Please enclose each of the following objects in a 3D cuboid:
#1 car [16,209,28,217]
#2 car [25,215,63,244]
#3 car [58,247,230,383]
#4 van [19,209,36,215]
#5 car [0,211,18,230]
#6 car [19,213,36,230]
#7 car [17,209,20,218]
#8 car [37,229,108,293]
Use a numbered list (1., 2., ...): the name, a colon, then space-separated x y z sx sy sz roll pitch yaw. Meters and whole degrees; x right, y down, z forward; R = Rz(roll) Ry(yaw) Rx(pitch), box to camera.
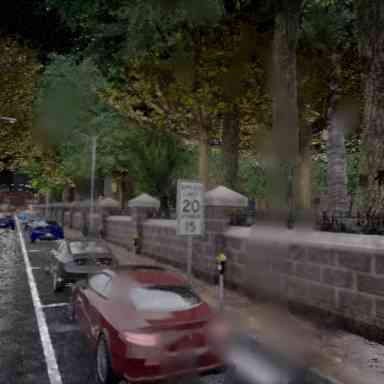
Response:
1. car: -39.351 4.895 77.052 2.192 1.841 5.009 4 -4 -28
2. car: -9.816 2.528 22.281 1.882 1.535 5.008 3 -4 -28
3. car: -0.974 1.895 5.652 1.802 1.307 4.206 4 -4 -28
4. van: -21.311 3.348 43.477 1.690 1.788 3.998 4 -4 -28
5. car: -18.717 2.944 33.161 1.882 1.535 5.008 3 -4 -28
6. car: -16.164 3.119 33.870 2.008 1.369 4.403 4 -4 -28
7. car: -31.706 4.428 62.800 1.752 1.417 4.829 4 -4 -28
8. car: -3.489 2.068 10.296 2.008 1.369 4.403 4 -4 -28
